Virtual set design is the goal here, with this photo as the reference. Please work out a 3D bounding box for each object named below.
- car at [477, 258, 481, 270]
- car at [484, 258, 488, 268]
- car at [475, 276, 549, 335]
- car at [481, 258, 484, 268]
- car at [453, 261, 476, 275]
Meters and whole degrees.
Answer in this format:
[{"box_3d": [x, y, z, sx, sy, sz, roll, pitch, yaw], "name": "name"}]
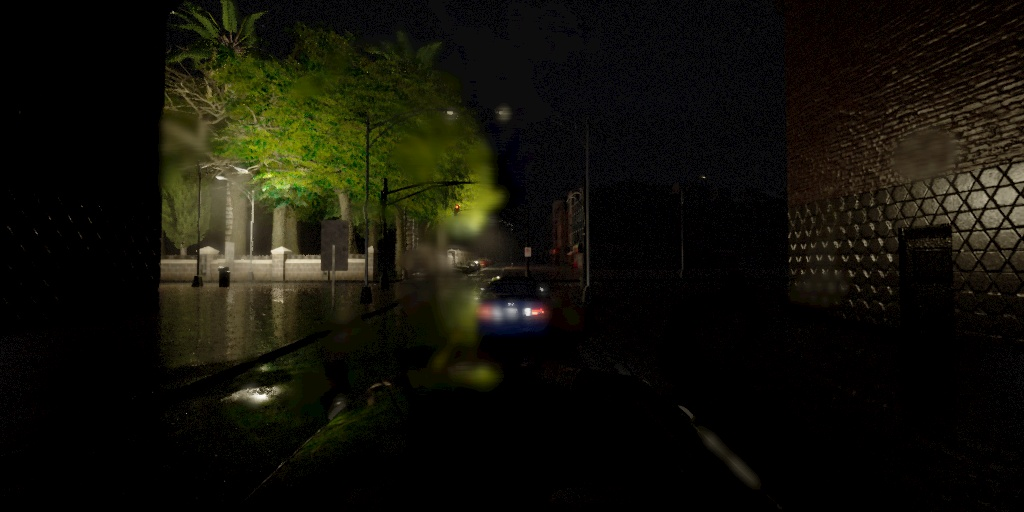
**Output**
[{"box_3d": [-5.525, 1.343, 46.980, 2.007, 1.370, 4.403, 0, 0, 0], "name": "car"}, {"box_3d": [-5.644, 1.414, 63.330, 1.802, 1.307, 4.207, 0, 0, 0], "name": "car"}, {"box_3d": [0.025, 1.301, 10.522, 2.033, 1.411, 5.357, 0, 0, 1], "name": "car"}, {"box_3d": [-5.565, 1.369, 52.430, 1.948, 1.339, 4.313, 0, 0, 0], "name": "car"}, {"box_3d": [-5.499, 1.331, 39.845, 2.007, 1.370, 4.403, 0, 0, 0], "name": "car"}]
